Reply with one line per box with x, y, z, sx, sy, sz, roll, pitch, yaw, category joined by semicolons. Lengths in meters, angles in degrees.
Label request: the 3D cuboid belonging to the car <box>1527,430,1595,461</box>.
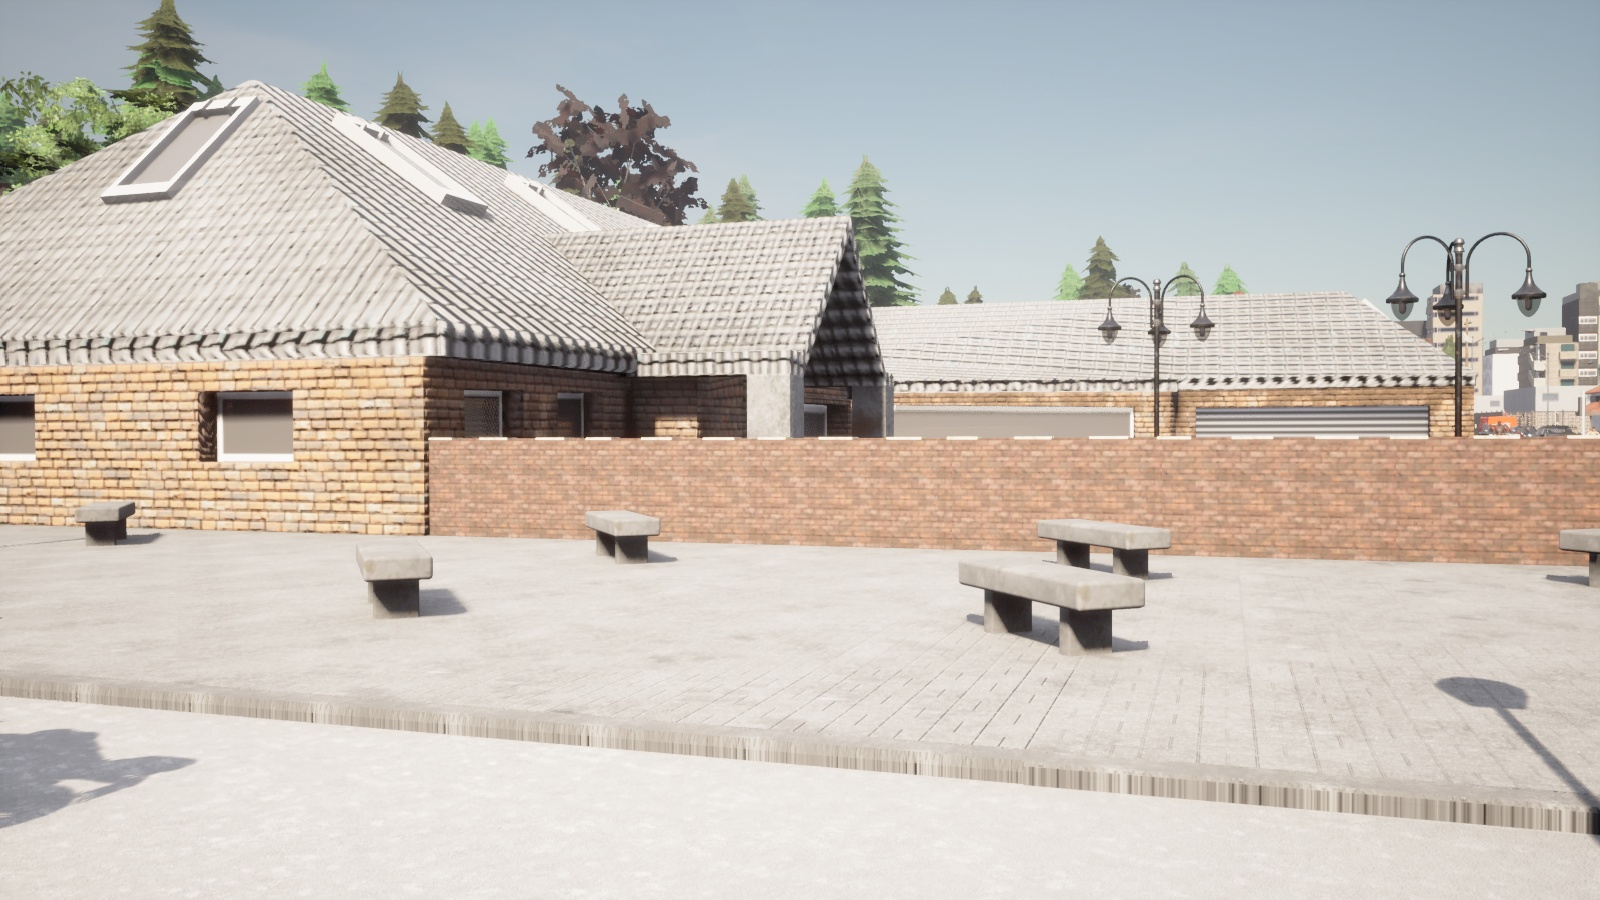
42.318;-0.290;69.938;2.242;1.667;4.611;1;1;19;car

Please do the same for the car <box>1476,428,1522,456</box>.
47.662;-0.551;85.748;1.932;1.855;4.605;1;1;18;car
